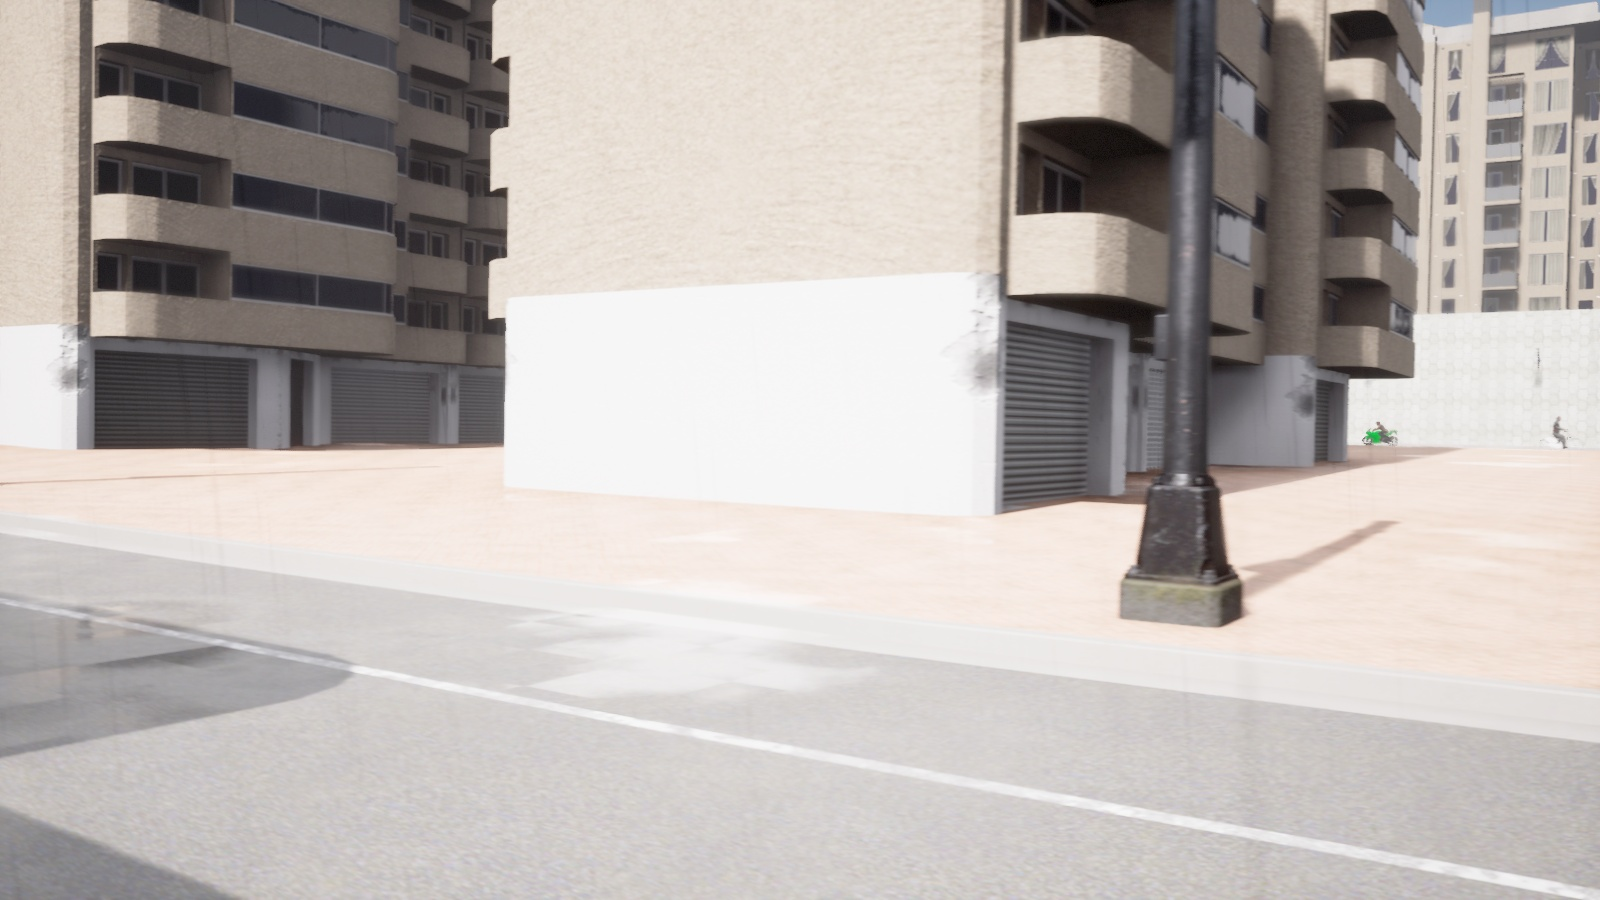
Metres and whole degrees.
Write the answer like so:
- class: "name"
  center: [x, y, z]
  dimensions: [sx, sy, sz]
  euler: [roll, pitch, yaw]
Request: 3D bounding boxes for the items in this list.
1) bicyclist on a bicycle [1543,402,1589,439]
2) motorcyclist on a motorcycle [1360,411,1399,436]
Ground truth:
- class: "bicyclist on a bicycle"
  center: [37.420, -1.428, 61.344]
  dimensions: [1.843, 1.776, 0.659]
  euler: [1, 1, 35]
- class: "motorcyclist on a motorcycle"
  center: [35.018, -1.609, 75.880]
  dimensions: [2.044, 1.523, 0.797]
  euler: [1, 1, 35]
